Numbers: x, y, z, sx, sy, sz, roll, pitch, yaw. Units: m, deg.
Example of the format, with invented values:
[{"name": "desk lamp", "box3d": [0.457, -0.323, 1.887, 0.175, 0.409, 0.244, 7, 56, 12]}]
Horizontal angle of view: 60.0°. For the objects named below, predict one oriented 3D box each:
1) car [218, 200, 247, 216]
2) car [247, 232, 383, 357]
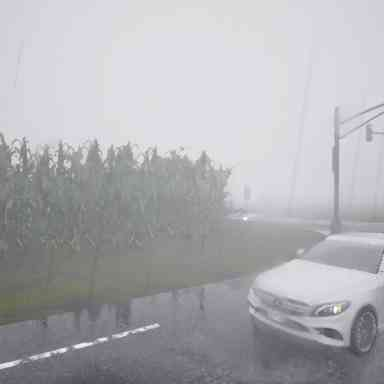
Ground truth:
[{"name": "car", "box3d": [3.081, 1.500, 31.919, 2.033, 1.411, 5.357, 1, 0, -26]}, {"name": "car", "box3d": [3.117, 1.527, 6.154, 4.674, 1.442, 1.812, 0, 0, -35]}]
